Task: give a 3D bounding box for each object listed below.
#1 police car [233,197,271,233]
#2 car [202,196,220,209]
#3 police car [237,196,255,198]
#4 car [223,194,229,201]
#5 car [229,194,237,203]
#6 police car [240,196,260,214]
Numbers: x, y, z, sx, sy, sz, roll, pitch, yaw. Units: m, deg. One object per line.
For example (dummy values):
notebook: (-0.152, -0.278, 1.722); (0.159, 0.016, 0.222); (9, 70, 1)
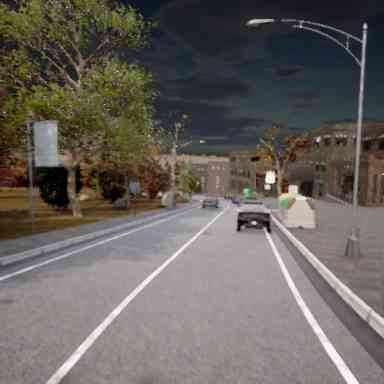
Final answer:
police car: (3.642, 1.382, 19.847); (1.930, 1.638, 5.238); (1, 0, 9)
car: (2.314, 1.274, 40.801); (1.837, 1.490, 4.892); (1, 0, 9)
police car: (5.258, 1.342, 29.765); (1.930, 1.638, 5.238); (1, 0, 9)
car: (7.969, 1.111, 71.942); (1.895, 1.301, 4.718); (0, 0, -3)
car: (7.843, 1.317, 56.681); (1.994, 1.385, 4.181); (1, 0, 3)
police car: (6.228, 1.318, 35.716); (1.930, 1.638, 5.238); (1, 0, 9)
